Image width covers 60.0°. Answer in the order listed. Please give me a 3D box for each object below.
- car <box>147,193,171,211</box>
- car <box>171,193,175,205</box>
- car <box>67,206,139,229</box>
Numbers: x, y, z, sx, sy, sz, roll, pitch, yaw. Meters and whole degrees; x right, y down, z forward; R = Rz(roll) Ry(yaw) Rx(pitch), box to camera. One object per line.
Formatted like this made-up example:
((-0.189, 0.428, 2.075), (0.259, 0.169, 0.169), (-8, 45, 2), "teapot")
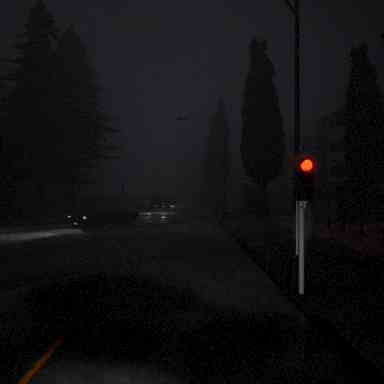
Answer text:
((-4.166, 1.222, 40.844), (2.150, 2.045, 5.566), (0, 0, 0), "car")
((-4.144, 1.223, 59.576), (2.150, 2.045, 5.566), (0, 0, 0), "car")
((-5.737, 1.601, 21.885), (1.895, 1.301, 4.718), (0, 0, 35), "car")
